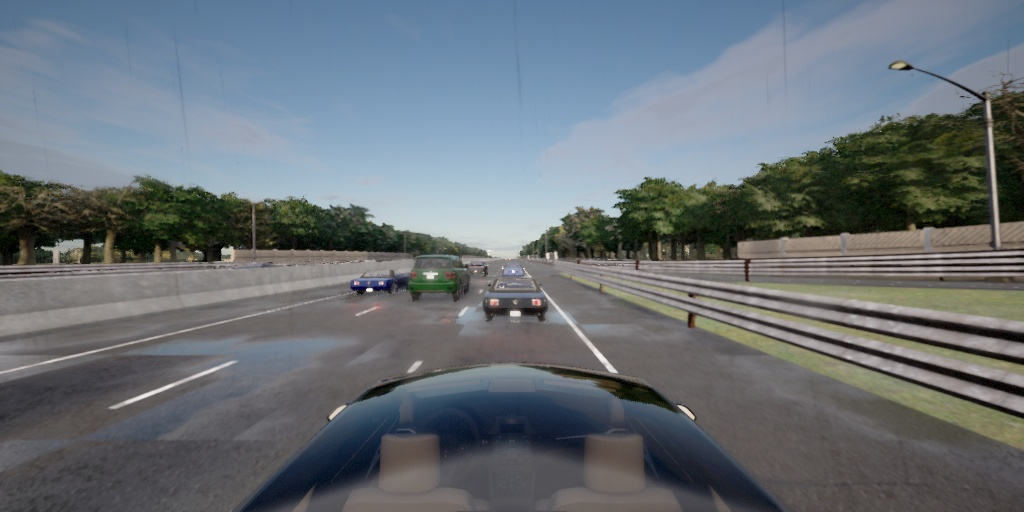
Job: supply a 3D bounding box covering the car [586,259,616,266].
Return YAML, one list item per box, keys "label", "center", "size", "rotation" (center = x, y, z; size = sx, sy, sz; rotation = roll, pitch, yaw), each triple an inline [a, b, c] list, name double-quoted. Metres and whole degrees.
- label: "car"
  center: [11.211, 1.138, 45.661]
  size: [1.837, 1.490, 4.892]
  rotation: [0, 0, -20]

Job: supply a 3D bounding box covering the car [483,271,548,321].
- label: "car"
  center: [0.104, 1.354, 12.417]
  size: [1.895, 1.301, 4.718]
  rotation: [0, 0, 0]

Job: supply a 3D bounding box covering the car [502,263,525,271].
- label: "car"
  center: [0.111, 1.302, 30.434]
  size: [2.033, 1.411, 5.357]
  rotation: [0, 0, 0]

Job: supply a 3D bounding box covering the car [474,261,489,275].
- label: "car"
  center: [-3.387, 1.250, 36.059]
  size: [2.128, 1.511, 4.902]
  rotation: [0, 0, 0]

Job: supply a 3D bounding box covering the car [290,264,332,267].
- label: "car"
  center: [-17.560, 1.357, 32.645]
  size: [1.895, 1.301, 4.718]
  rotation: [0, 0, 0]

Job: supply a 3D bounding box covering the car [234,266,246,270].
- label: "car"
  center: [-24.543, 1.306, 35.042]
  size: [2.033, 1.411, 5.357]
  rotation: [0, 0, 1]

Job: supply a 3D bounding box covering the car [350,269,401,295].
- label: "car"
  center: [-6.893, 1.355, 19.575]
  size: [1.895, 1.301, 4.718]
  rotation: [0, 0, 0]

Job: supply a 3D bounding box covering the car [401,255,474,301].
- label: "car"
  center: [-3.394, 0.975, 17.614]
  size: [2.150, 2.045, 5.566]
  rotation: [0, 0, 0]

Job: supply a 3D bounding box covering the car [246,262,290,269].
- label: "car"
  center: [-21.062, 1.357, 32.269]
  size: [1.895, 1.301, 4.718]
  rotation: [0, 0, 0]
